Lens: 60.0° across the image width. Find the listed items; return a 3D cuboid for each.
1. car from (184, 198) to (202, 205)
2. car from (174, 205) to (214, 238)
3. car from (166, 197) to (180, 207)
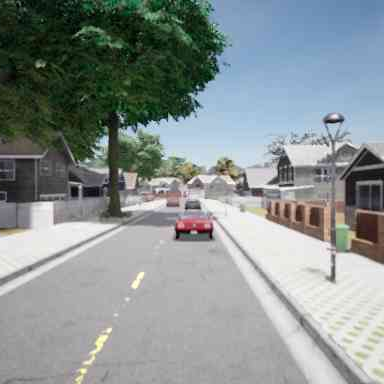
[{"bbox_3d":[0.103,1.474,39.863,2.128,1.511,4.902,0,0,0],"label":"car"},{"bbox_3d":[0.100,1.596,17.589,1.895,1.301,4.718,0,0,0],"label":"car"},{"bbox_3d":[-2.781,1.452,49.453,1.882,1.535,5.008,0,0,0],"label":"car"}]
